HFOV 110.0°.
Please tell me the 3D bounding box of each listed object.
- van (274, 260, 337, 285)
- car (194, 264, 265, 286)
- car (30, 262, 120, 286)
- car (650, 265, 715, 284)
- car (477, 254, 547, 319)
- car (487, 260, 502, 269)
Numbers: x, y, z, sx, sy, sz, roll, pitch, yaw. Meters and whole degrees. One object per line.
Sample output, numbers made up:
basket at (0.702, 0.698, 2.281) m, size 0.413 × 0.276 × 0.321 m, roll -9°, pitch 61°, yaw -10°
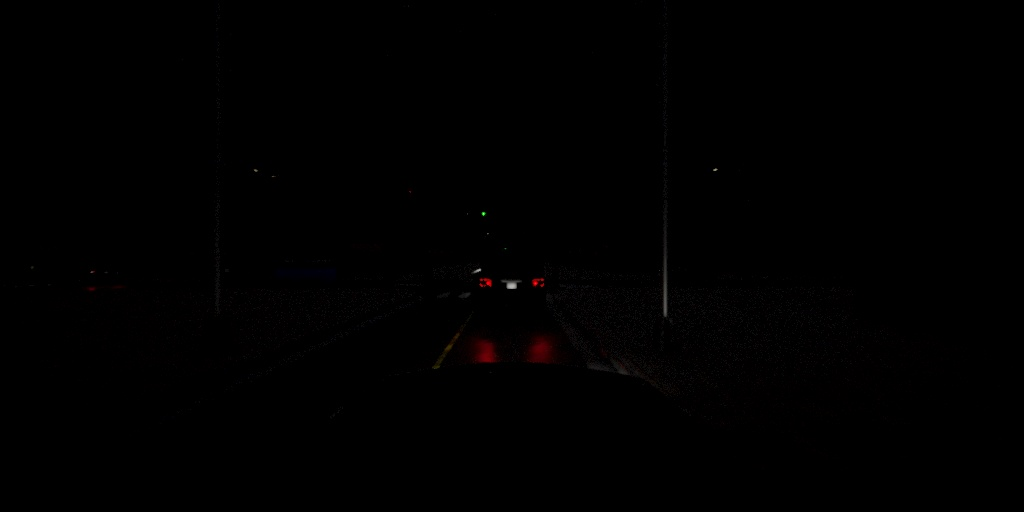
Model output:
van at (-14.763, 1.156, 25.732) m, size 3.998 × 1.789 × 1.690 m, roll 0°, pitch 0°, yaw 0°
car at (-20.238, 1.270, 25.701) m, size 4.097 × 1.591 × 1.967 m, roll 0°, pitch 0°, yaw 0°
car at (-31.295, 1.214, 25.753) m, size 4.553 × 1.767 × 2.097 m, roll 0°, pitch 0°, yaw 0°
car at (12.239, 1.301, 25.884) m, size 4.403 × 1.370 × 2.007 m, roll 0°, pitch 0°, yaw 0°
car at (0.020, 0.982, 13.052) m, size 2.150 × 2.045 × 5.566 m, roll 0°, pitch 0°, yaw 1°
car at (-2.856, 1.359, 59.094) m, size 2.128 × 1.511 × 4.902 m, roll 0°, pitch 0°, yaw 0°
